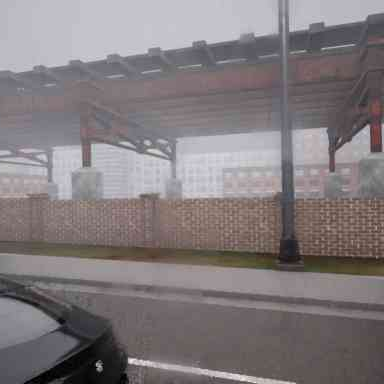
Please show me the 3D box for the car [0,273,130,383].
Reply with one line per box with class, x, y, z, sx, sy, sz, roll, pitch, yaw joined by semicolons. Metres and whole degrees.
car;-2.915;1.527;3.285;4.674;1.442;1.812;0;0;16
